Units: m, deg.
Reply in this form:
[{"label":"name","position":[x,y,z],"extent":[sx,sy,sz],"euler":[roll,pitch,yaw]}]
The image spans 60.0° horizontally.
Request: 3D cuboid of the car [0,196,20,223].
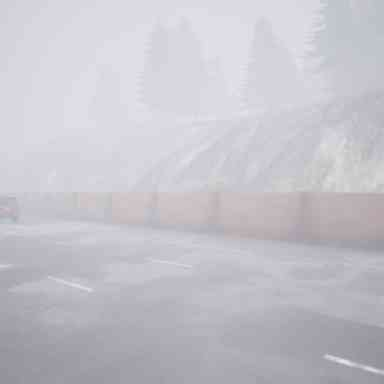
[{"label":"car","position":[-15.313,1.340,25.716],"extent":[5.566,2.045,2.150],"euler":[0,-1,41]}]
